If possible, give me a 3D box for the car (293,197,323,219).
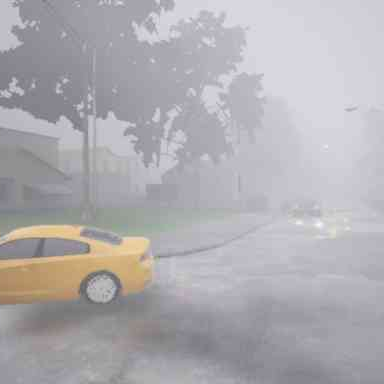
[{"bbox_3d":[9.791,1.211,27.999,2.097,1.767,4.553,0,0,24],"label":"car"}]

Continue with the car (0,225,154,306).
[{"bbox_3d":[-3.337,1.489,7.146,5.008,1.535,1.882,-1,4,-10],"label":"car"}]
